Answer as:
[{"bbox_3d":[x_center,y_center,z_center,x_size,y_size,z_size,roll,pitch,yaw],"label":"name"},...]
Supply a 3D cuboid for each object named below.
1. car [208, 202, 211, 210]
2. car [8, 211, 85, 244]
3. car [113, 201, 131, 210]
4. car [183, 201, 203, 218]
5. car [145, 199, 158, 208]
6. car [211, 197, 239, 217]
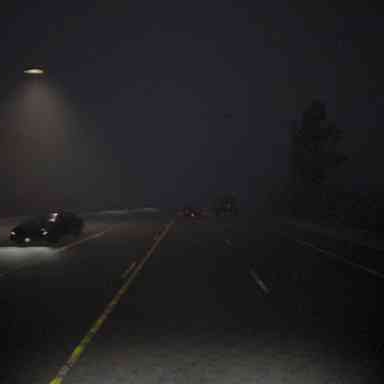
[{"bbox_3d":[3.554,1.999,50.235,1.812,1.442,4.674,0,-1,0],"label":"car"},{"bbox_3d":[-7.116,1.710,17.043,2.033,1.411,5.357,0,-1,0],"label":"car"},{"bbox_3d":[-10.617,2.081,50.718,1.895,1.301,4.718,0,-1,0],"label":"car"},{"bbox_3d":[0.068,1.918,33.580,1.895,1.301,4.718,0,-1,0],"label":"car"},{"bbox_3d":[-7.101,2.047,58.933,2.128,1.511,4.902,0,0,0],"label":"car"},{"bbox_3d":[3.568,1.543,35.090,2.150,2.045,5.566,0,-2,0],"label":"car"}]
